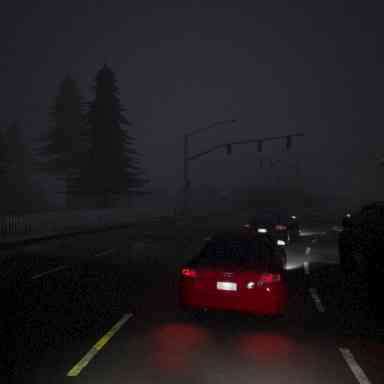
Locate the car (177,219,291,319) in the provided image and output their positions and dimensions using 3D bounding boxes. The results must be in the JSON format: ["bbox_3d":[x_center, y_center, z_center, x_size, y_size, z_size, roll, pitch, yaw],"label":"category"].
[{"bbox_3d":[1.123,1.564,7.568,1.994,1.385,4.181,0,0,15],"label":"car"}]

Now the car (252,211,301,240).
[{"bbox_3d":[3.781,1.564,15.540,1.994,1.385,4.181,0,0,26],"label":"car"}]

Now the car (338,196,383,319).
[{"bbox_3d":[4.701,1.221,7.210,2.150,2.045,5.566,0,0,15],"label":"car"}]

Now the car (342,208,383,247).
[{"bbox_3d":[8.359,1.564,15.802,1.994,1.385,4.181,0,0,28],"label":"car"}]
